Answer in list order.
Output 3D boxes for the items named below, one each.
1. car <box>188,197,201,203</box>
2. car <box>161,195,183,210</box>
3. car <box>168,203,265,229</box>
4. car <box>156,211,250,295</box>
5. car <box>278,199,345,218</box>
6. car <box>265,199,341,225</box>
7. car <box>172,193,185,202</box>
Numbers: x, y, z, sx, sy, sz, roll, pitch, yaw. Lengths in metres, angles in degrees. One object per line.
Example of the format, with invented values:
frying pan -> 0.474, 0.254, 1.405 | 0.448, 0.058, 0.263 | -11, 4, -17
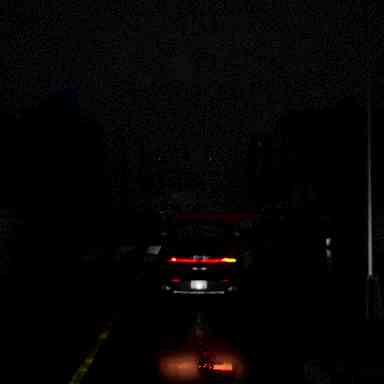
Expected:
car -> 0.382, 1.404, 47.356 | 1.895, 1.301, 4.718 | 0, 0, 1
car -> -2.578, 1.383, 40.233 | 2.033, 1.411, 5.357 | 0, 0, 2
car -> 1.270, 1.388, 18.096 | 4.718, 1.301, 1.895 | -1, -1, 0
car -> 0.210, 1.474, 8.626 | 1.837, 1.490, 4.892 | 0, 0, 2
car -> 9.984, 1.358, 28.162 | 4.902, 1.511, 2.128 | -1, -1, 0
car -> 6.721, 1.274, 21.396 | 4.902, 1.511, 2.128 | -1, -1, 0
car -> -2.527, 1.267, 50.333 | 1.882, 1.535, 5.008 | 0, 0, 0
